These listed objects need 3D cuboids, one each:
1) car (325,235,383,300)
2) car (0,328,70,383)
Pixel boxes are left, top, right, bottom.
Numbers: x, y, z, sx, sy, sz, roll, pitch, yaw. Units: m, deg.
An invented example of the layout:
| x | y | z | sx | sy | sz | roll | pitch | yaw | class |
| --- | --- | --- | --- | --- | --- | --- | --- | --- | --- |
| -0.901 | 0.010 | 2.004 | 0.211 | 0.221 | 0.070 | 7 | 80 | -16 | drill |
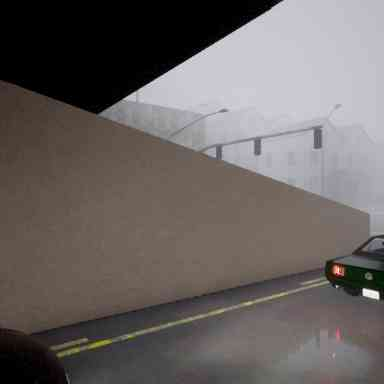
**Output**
| x | y | z | sx | sy | sz | roll | pitch | yaw | class |
| --- | --- | --- | --- | --- | --- | --- | --- | --- | --- |
| 5.133 | 1.601 | 7.437 | 4.718 | 1.301 | 1.895 | 0 | 0 | -35 | car |
| -3.111 | 1.490 | 1.541 | 4.902 | 1.511 | 2.128 | 0 | 0 | -35 | car |
